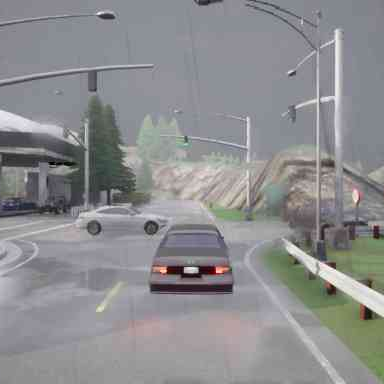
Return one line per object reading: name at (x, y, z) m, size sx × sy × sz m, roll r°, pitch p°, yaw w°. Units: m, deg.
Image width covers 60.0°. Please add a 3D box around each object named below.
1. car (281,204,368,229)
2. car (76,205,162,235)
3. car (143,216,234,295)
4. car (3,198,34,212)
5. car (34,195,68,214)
car at (6.743, 1.358, 17.623) m, size 2.033 × 1.411 × 5.357 m, roll 0°, pitch 0°, yaw -14°
car at (-3.590, 1.415, 17.380) m, size 4.674 × 1.442 × 1.812 m, roll 0°, pitch 0°, yaw -1°
car at (0.035, 1.547, 8.895) m, size 2.033 × 1.411 × 5.357 m, roll 0°, pitch 0°, yaw 1°
car at (-20.302, 1.480, 39.482) m, size 2.242 × 1.667 × 4.611 m, roll 0°, pitch 0°, yaw -1°
car at (-14.587, 1.313, 35.214) m, size 1.905 × 1.878 × 3.866 m, roll 0°, pitch 0°, yaw -1°
